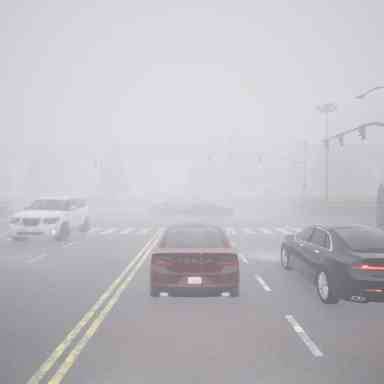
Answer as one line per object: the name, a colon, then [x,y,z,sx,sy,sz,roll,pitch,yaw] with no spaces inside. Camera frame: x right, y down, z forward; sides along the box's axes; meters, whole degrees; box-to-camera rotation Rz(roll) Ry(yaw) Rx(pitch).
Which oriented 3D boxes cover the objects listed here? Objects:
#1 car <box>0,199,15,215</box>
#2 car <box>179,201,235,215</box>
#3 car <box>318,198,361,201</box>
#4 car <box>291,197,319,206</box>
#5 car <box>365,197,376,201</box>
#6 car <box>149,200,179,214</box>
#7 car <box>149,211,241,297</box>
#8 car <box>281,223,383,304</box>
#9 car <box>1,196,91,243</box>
car: [-20.560,1.495,33.056,4.902,1.511,2.128,0,0,0]
car: [1.427,1.529,29.469,4.674,1.442,1.812,0,0,0]
car: [17.979,1.568,40.107,4.181,1.385,1.994,0,0,0]
car: [16.576,1.510,47.111,4.892,1.490,1.837,0,0,0]
car: [20.495,1.552,43.596,5.357,1.411,2.033,0,0,0]
car: [-1.538,1.550,32.980,5.357,1.411,2.033,0,0,0]
car: [0.058,1.479,8.613,1.882,1.535,5.008,0,0,0]
car: [3.556,1.506,8.100,1.837,1.490,4.892,0,0,0]
car: [-6.735,1.223,16.548,2.150,2.045,5.566,1,0,0]
